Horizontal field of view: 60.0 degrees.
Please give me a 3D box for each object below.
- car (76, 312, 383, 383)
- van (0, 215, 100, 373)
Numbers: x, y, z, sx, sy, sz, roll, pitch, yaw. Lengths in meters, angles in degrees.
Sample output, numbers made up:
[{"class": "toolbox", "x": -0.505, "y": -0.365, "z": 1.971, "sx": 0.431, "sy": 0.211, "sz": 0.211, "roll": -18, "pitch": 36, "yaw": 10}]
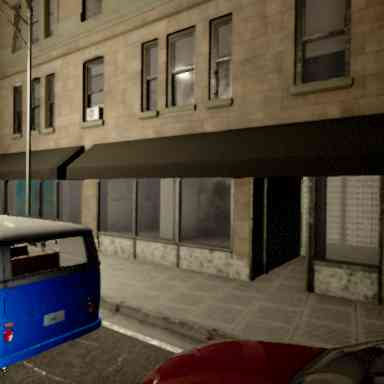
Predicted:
[{"class": "car", "x": 1.443, "y": 1.585, "z": 1.818, "sx": 4.206, "sy": 1.307, "sz": 1.802, "roll": 1, "pitch": 1, "yaw": 35}, {"class": "van", "x": -3.170, "y": 1.261, "z": 5.109, "sx": 3.998, "sy": 1.788, "sz": 1.690, "roll": 1, "pitch": 1, "yaw": 35}]
